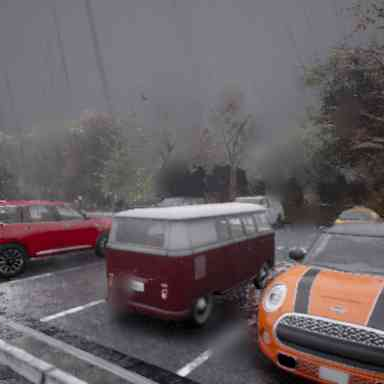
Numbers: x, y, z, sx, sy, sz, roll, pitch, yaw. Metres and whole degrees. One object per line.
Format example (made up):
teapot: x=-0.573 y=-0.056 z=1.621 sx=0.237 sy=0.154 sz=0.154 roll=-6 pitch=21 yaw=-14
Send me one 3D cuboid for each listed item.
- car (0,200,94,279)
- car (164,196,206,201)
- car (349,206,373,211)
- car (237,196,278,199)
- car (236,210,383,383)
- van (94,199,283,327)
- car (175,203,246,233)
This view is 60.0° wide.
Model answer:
car: x=-4.763 y=1.275 z=10.661 sx=2.435 sy=2.045 sz=5.566 roll=-1 pitch=0 yaw=35
car: x=-0.874 y=1.325 z=22.840 sx=2.435 sy=2.045 sz=5.566 roll=-1 pitch=-1 yaw=35
car: x=8.401 y=1.478 z=16.591 sx=1.946 sy=1.575 sz=5.366 roll=0 pitch=0 yaw=35
car: x=3.604 y=1.261 z=19.712 sx=2.435 sy=2.045 sz=5.566 roll=-1 pitch=-1 yaw=35
car: x=2.786 y=1.349 z=5.350 sx=2.185 sy=1.767 sz=4.553 roll=0 pitch=0 yaw=35
van: x=0.352 y=1.259 z=7.170 sx=1.878 sy=1.987 sz=4.442 roll=0 pitch=0 yaw=35
car: x=1.330 y=1.544 z=21.328 sx=2.231 sy=1.521 sz=4.892 roll=-1 pitch=-1 yaw=35
